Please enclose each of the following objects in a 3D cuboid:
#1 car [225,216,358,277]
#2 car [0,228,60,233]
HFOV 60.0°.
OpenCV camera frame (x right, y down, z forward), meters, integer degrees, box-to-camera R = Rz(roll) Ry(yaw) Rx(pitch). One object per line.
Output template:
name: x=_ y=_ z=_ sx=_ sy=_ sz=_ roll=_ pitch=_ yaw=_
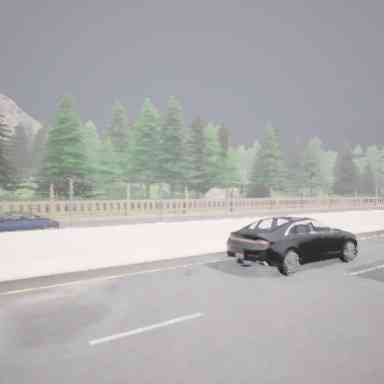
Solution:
car: x=3.249 y=1.509 z=10.367 sx=4.902 sy=1.511 sz=2.128 roll=0 pitch=0 yaw=-36
car: x=-8.245 y=1.581 z=15.186 sx=4.181 sy=1.385 sz=1.994 roll=0 pitch=0 yaw=-36
